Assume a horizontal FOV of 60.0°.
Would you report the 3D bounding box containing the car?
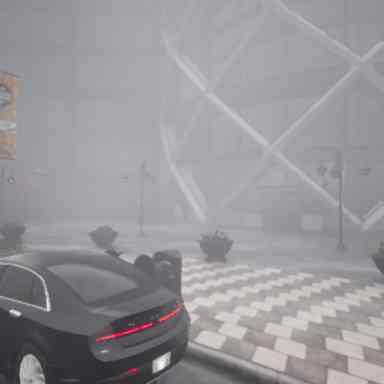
[{"bbox_3d":[-2.305,1.653,5.072,4.892,1.490,1.837,-1,-2,35],"label":"car"}]
